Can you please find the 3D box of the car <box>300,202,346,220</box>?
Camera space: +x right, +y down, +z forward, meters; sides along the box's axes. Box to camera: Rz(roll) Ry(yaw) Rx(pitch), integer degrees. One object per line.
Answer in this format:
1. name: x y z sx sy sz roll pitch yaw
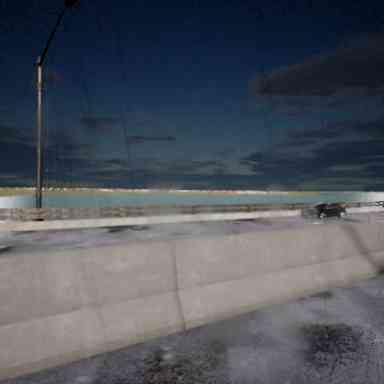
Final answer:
1. car: 11.556 1.624 29.141 4.892 1.490 1.837 1 0 -35
